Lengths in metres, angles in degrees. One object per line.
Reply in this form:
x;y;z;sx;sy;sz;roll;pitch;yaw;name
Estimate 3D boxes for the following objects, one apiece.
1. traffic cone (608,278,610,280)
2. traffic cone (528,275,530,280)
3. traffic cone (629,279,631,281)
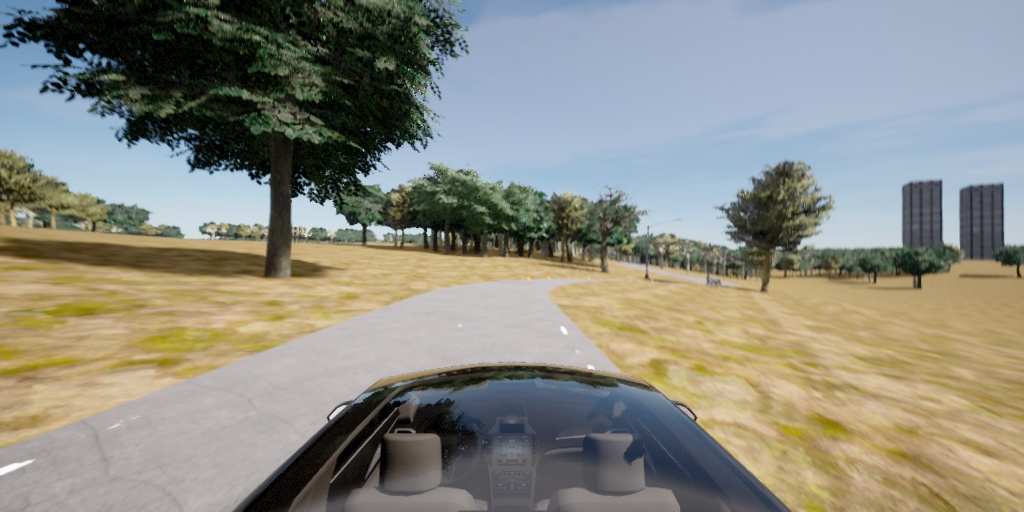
15.549;3.545;57.478;0.340;0.580;0.340;0;0;-38;traffic cone
1.931;2.477;41.553;0.340;0.580;0.340;0;0;29;traffic cone
19.893;3.893;60.463;0.340;0.580;0.340;0;0;-32;traffic cone
